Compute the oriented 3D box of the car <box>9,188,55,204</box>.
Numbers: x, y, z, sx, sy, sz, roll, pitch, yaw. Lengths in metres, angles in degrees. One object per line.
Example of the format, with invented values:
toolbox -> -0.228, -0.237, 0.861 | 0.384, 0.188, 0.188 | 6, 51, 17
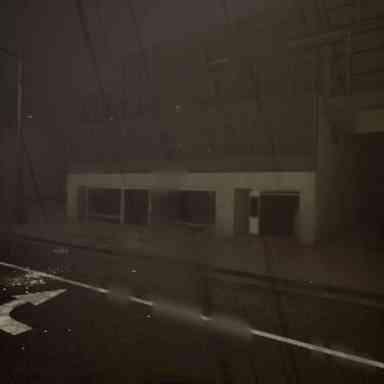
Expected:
car -> -20.898, 0.458, 43.741 | 2.150, 2.045, 5.566 | 2, 1, 36
